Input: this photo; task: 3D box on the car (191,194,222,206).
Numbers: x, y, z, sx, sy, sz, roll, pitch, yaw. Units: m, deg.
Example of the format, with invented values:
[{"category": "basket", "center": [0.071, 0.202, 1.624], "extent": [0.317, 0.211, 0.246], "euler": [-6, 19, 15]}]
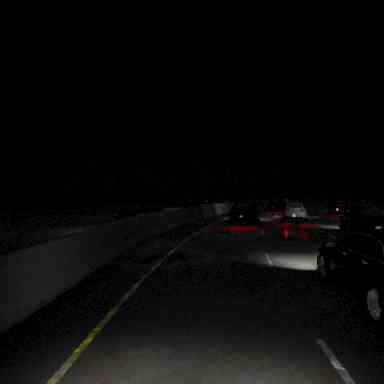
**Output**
[{"category": "car", "center": [2.464, 1.309, 48.585], "extent": [2.150, 2.045, 5.566], "euler": [0, -1, 30]}]

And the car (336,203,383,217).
[{"category": "car", "center": [9.431, 1.535, 18.114], "extent": [1.812, 1.442, 4.674], "euler": [0, 0, 12]}]

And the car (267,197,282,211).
[{"category": "car", "center": [10.754, 1.543, 41.433], "extent": [2.128, 1.511, 4.902], "euler": [0, 0, 27]}]

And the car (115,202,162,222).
[{"category": "car", "center": [-3.724, 1.483, 23.896], "extent": [1.882, 1.535, 5.008], "euler": [0, 0, 15]}]

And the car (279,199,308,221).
[{"category": "car", "center": [8.399, 1.542, 27.191], "extent": [1.812, 1.442, 4.674], "euler": [0, 0, 18]}]

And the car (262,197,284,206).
[{"category": "car", "center": [14.850, 1.616, 60.762], "extent": [1.882, 1.535, 5.008], "euler": [0, -1, 39]}]

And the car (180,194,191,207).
[{"category": "car", "center": [0.317, 1.322, 51.922], "extent": [2.150, 2.045, 5.566], "euler": [0, 0, 31]}]

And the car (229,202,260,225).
[{"category": "car", "center": [3.961, 1.490, 24.679], "extent": [1.882, 1.535, 5.008], "euler": [0, 0, 16]}]

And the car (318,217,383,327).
[{"category": "car", "center": [4.090, 1.512, 6.911], "extent": [1.837, 1.490, 4.892], "euler": [0, 0, 5]}]

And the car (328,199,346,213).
[{"category": "car", "center": [15.938, 1.536, 36.238], "extent": [1.837, 1.490, 4.892], "euler": [0, 0, 26]}]
